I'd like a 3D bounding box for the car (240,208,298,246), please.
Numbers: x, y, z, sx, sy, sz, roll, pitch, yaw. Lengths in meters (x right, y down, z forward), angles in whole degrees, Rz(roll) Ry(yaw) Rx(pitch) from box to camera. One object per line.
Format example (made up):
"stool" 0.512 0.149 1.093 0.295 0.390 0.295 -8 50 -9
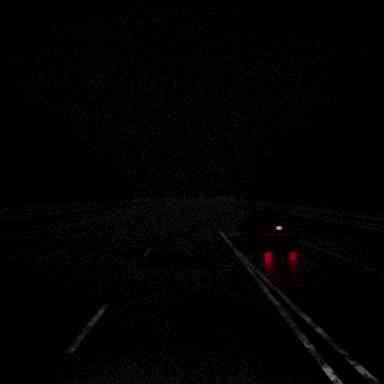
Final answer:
"car" 3.566 1.582 16.015 2.033 1.649 4.856 0 -1 -1
